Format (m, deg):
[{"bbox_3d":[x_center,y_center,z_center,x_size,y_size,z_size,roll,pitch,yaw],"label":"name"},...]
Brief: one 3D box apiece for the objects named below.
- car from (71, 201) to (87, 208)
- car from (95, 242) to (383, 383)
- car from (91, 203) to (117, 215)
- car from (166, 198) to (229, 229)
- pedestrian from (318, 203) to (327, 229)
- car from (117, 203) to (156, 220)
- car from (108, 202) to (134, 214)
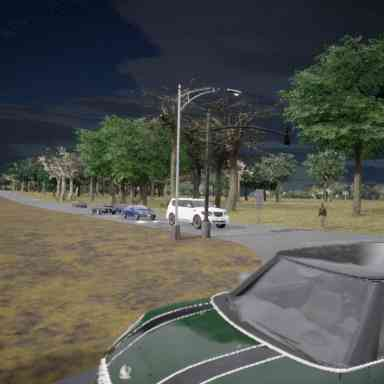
[{"bbox_3d":[-21.355,2.308,62.793,1.994,1.385,4.181,3,-2,-34],"label":"car"},{"bbox_3d":[1.414,1.353,3.176,4.553,1.767,2.097,0,0,-22],"label":"car"},{"bbox_3d":[-10.767,2.012,40.261,1.994,1.385,4.181,3,-2,-34],"label":"car"},{"bbox_3d":[0.243,1.458,23.761,2.150,2.045,5.566,3,-2,-34],"label":"car"},{"bbox_3d":[9.323,1.717,23.836,0.375,1.860,0.375,1,-1,-34],"label":"pedestrian"},{"bbox_3d":[-5.196,1.883,31.929,1.812,1.442,4.674,3,-2,-34],"label":"car"},{"bbox_3d":[-9.658,2.176,45.248,1.994,1.385,4.181,3,-2,-34],"label":"car"}]
